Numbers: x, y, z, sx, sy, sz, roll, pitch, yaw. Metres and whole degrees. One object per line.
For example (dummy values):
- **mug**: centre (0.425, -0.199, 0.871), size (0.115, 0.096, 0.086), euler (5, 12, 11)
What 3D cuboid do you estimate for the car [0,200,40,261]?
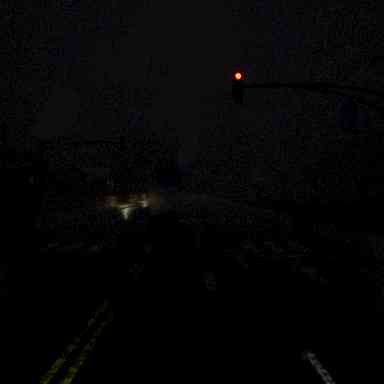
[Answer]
- **car**: centre (-6.489, 1.301, 9.611), size (2.150, 2.045, 5.566), euler (0, 0, 0)
